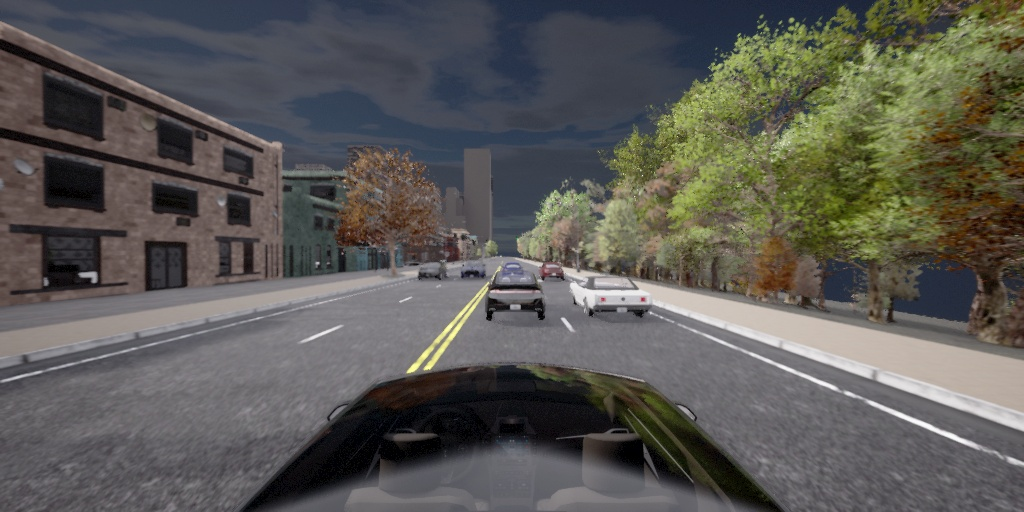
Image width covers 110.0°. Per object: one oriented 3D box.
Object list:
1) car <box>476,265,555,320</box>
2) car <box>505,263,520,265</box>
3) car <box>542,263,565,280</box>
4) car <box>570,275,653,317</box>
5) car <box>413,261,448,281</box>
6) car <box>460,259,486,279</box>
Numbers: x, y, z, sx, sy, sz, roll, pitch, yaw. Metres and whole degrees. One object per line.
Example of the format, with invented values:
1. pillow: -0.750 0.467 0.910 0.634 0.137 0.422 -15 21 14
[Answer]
1. car: 0.098 1.243 12.654 2.128 1.511 4.902 0 0 0
2. car: 0.066 1.280 30.734 1.812 1.442 4.674 0 0 0
3. car: 3.316 1.281 30.725 1.812 1.442 4.674 0 0 0
4. car: 3.349 1.353 13.122 1.895 1.301 4.718 0 0 0
5. car: -6.630 1.259 30.445 1.837 1.490 4.892 0 0 0
6. car: -3.395 1.107 32.432 2.097 1.767 4.553 0 0 0
